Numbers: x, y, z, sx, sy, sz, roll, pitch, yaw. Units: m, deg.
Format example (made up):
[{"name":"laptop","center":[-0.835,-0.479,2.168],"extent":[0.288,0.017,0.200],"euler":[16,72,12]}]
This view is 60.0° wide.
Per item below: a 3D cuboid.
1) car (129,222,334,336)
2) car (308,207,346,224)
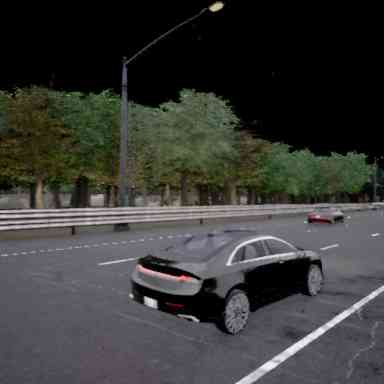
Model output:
[{"name":"car","center":[1.050,1.539,6.901],"extent":[2.128,1.511,4.902],"euler":[0,-1,44]},{"name":"car","center":[11.398,1.971,27.961],"extent":[1.994,1.385,4.181],"euler":[0,-1,42]}]
